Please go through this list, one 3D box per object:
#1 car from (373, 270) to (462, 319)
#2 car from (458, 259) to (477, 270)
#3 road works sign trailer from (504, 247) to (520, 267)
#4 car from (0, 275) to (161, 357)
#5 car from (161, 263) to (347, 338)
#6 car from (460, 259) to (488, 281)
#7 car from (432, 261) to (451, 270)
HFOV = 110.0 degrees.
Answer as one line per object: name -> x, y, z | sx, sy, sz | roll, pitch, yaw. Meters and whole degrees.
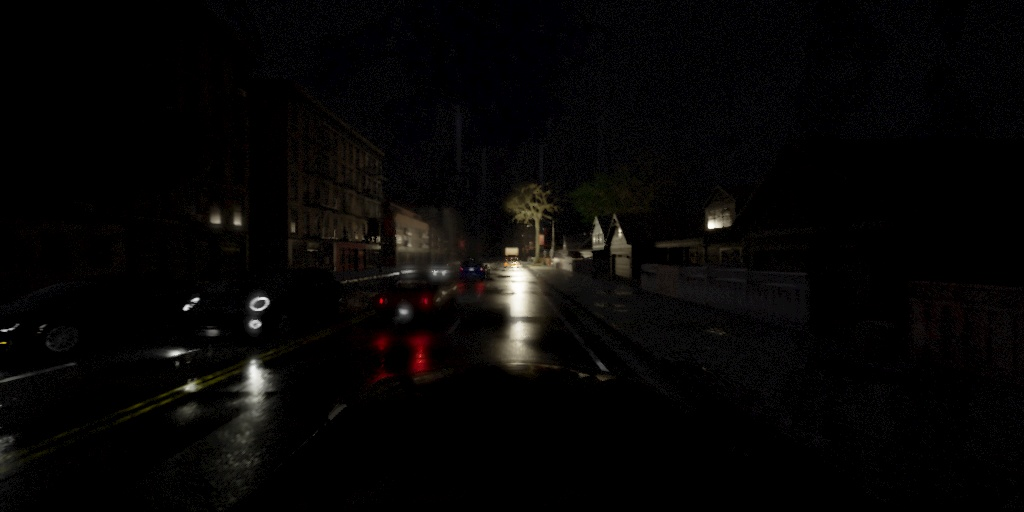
car -> -3.153, 1.352, 12.720 | 1.895, 1.301, 4.718 | 0, 0, 0
car -> -6.566, 1.246, 53.340 | 2.128, 1.511, 4.902 | 0, 0, 0
road works sign trailer -> -0.013, 0.219, 64.005 | 2.380, 3.560, 2.880 | 0, 0, 0
car -> -9.852, 1.257, 8.614 | 1.837, 1.490, 4.892 | 0, 0, 0
car -> -6.602, 1.104, 10.142 | 2.097, 1.767, 4.553 | 0, 0, 0
car -> -3.156, 1.105, 30.280 | 2.097, 1.767, 4.553 | 0, 0, 0
car -> -9.832, 1.319, 50.107 | 1.994, 1.385, 4.181 | 0, 0, 0
